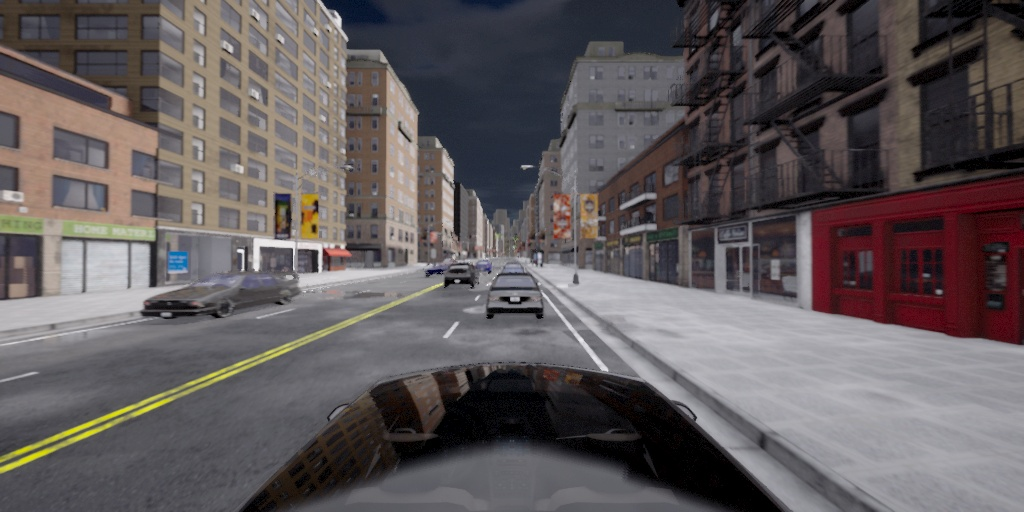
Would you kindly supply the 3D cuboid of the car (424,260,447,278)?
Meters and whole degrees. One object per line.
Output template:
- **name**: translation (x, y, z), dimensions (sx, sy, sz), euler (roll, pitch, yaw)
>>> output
- **car**: translation (-6.595, 1.300, 32.707), dimensions (1.895, 1.301, 4.718), euler (0, 0, 0)

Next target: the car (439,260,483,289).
- **car**: translation (-3.147, 1.218, 23.074), dimensions (1.837, 1.490, 4.892), euler (0, 0, 0)

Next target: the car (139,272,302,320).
- **car**: translation (-9.849, 1.279, 12.877), dimensions (2.033, 1.411, 5.357), euler (0, 0, 0)

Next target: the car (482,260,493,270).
- **car**: translation (-3.146, 1.214, 39.844), dimensions (1.812, 1.442, 4.674), euler (0, 0, 0)

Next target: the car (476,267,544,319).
- **car**: translation (0.094, 1.279, 12.738), dimensions (2.033, 1.411, 5.357), euler (0, 0, 0)

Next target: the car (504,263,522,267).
- **car**: translation (0.098, 1.252, 29.212), dimensions (2.033, 1.411, 5.357), euler (0, 0, 0)
